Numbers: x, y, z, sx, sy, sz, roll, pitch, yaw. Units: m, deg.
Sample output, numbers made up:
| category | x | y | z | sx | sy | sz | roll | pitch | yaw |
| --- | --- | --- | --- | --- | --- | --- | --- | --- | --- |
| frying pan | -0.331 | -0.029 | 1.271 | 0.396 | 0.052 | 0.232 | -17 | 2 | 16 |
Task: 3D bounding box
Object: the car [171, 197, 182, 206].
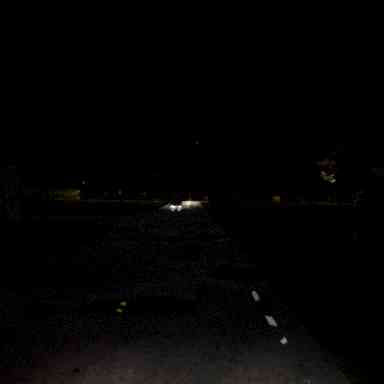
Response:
| category | x | y | z | sx | sy | sz | roll | pitch | yaw |
| --- | --- | --- | --- | --- | --- | --- | --- | --- | --- |
| car | -2.738 | 1.663 | 59.253 | 2.128 | 1.511 | 4.902 | 0 | 0 | 0 |
